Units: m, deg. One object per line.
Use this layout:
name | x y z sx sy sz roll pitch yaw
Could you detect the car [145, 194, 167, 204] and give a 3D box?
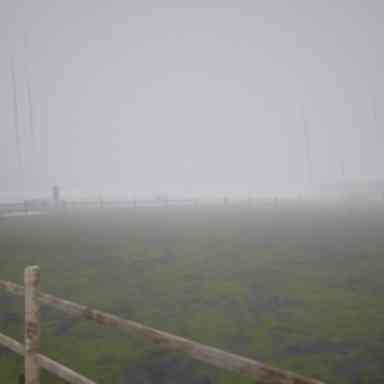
car | -6.409 1.235 59.487 2.097 1.767 4.553 0 0 35
